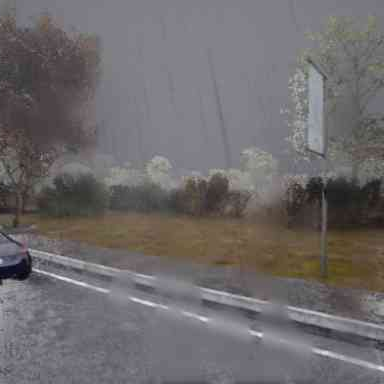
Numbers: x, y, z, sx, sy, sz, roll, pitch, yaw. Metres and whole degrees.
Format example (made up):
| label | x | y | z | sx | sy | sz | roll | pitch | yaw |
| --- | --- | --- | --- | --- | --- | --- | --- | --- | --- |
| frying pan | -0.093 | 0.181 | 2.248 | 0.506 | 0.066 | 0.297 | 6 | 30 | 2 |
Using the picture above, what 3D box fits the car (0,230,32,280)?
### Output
| label | x | y | z | sx | sy | sz | roll | pitch | yaw |
| --- | --- | --- | --- | --- | --- | --- | --- | --- | --- |
| car | -6.059 | 1.574 | 8.880 | 4.181 | 1.385 | 1.994 | 0 | 0 | 39 |
